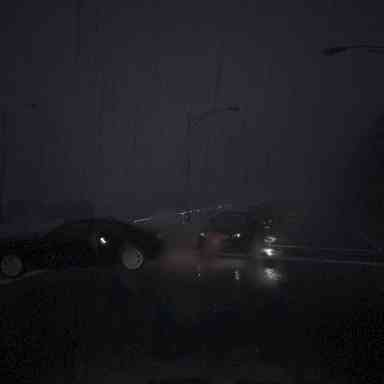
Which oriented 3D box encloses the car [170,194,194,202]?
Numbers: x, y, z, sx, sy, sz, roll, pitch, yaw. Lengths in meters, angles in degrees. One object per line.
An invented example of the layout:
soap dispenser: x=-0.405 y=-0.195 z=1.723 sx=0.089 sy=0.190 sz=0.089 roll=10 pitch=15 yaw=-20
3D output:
car: x=-2.104 y=1.257 z=68.690 sx=4.514 sy=1.523 sz=2.007 roll=0 pitch=0 yaw=18

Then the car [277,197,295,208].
car: x=13.539 y=1.468 z=47.686 sx=2.128 sy=1.511 sz=4.902 roll=0 pitch=0 yaw=19

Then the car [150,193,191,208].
car: x=-2.967 y=1.074 z=41.774 sx=4.605 sy=1.855 sz=1.932 roll=0 pitch=0 yaw=18

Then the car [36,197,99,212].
car: x=-9.036 y=1.356 z=24.209 sx=3.633 sy=1.501 sz=1.845 roll=0 pitch=0 yaw=18

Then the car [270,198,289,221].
car: x=5.870 y=1.474 z=24.951 sx=2.128 sy=1.511 sz=4.902 roll=0 pitch=0 yaw=19

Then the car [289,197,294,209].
car: x=9.786 y=1.543 z=36.553 sx=1.994 sy=1.385 sz=4.181 roll=0 pitch=0 yaw=19

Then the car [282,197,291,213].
car: x=7.747 y=1.486 z=30.515 sx=1.837 sy=1.490 sz=4.892 roll=0 pitch=0 yaw=19

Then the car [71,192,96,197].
car: x=-18.464 y=1.249 z=53.736 sx=4.514 sy=1.523 sz=2.007 roll=0 pitch=0 yaw=18

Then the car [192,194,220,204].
car: x=1.660 y=1.125 z=56.782 sx=5.027 sy=1.636 sz=2.152 roll=0 pitch=0 yaw=18

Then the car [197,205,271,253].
car: x=1.813 y=1.514 z=13.896 sx=1.812 sy=1.442 sz=4.674 roll=0 pitch=0 yaw=24

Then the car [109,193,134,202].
car: x=-13.809 y=1.045 z=65.312 sx=4.605 sy=1.855 sz=1.932 roll=0 pitch=0 yaw=18

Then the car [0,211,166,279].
car: x=-3.285 y=1.475 z=9.871 sx=5.008 sy=1.535 sz=1.882 roll=0 pitch=0 yaw=-15

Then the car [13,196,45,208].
car: x=-21.698 y=1.273 z=44.281 sx=3.633 sy=1.501 sz=1.845 roll=0 pitch=0 yaw=18

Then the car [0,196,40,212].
car: x=-15.115 y=1.356 z=29.404 sx=3.806 sy=1.475 sz=1.970 roll=0 pitch=0 yaw=18

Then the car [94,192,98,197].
car: x=-21.856 y=1.298 z=67.986 sx=3.806 sy=1.475 sz=1.970 roll=0 pitch=0 yaw=18

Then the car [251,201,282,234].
car: x=3.960 y=1.490 z=19.305 sx=1.837 sy=1.490 sz=4.892 roll=0 pitch=0 yaw=19

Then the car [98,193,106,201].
car: x=-20.214 y=1.014 z=70.941 sx=3.866 sy=1.878 sz=1.905 roll=0 pitch=0 yaw=18

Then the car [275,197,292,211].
car: x=11.658 y=1.483 z=42.110 sx=1.837 sy=1.490 sz=4.892 roll=0 pitch=0 yaw=19
